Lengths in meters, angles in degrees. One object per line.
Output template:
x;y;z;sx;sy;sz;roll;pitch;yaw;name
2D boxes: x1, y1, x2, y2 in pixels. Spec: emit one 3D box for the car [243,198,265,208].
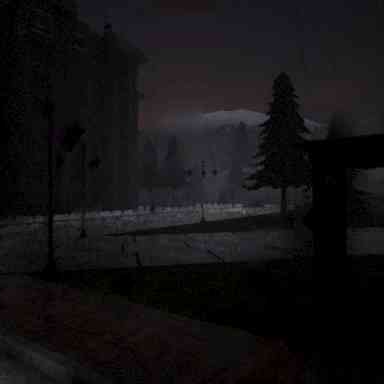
9.451;1.689;50.816;2.128;1.511;4.902;-1;-1;36;car
